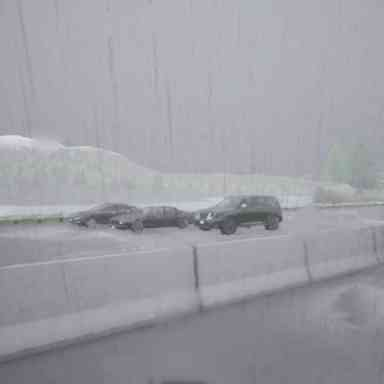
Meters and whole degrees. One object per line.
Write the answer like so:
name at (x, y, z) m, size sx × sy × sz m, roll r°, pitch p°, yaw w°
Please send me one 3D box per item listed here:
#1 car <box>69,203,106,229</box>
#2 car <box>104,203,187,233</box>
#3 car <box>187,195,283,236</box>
car at (-5.393, 1.479, 21.624) m, size 4.892 × 1.490 × 1.837 m, roll 0°, pitch 0°, yaw -35°
car at (-2.113, 1.526, 19.661) m, size 5.357 × 1.411 × 2.033 m, roll 0°, pitch 0°, yaw -35°
car at (2.769, 1.204, 18.832) m, size 5.566 × 2.045 × 2.150 m, roll 0°, pitch 0°, yaw -35°
